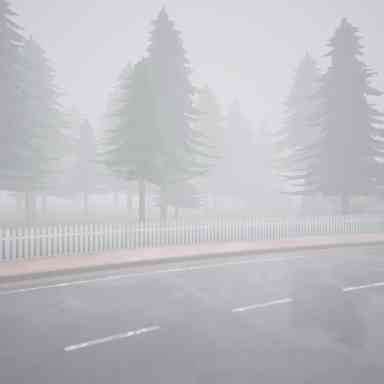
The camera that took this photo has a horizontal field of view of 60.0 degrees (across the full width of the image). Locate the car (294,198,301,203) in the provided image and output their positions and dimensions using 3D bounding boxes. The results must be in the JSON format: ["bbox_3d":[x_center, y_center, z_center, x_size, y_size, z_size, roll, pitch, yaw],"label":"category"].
[{"bbox_3d":[20.745,1.564,62.650,2.128,1.511,4.902,0,0,-3],"label":"car"}]
